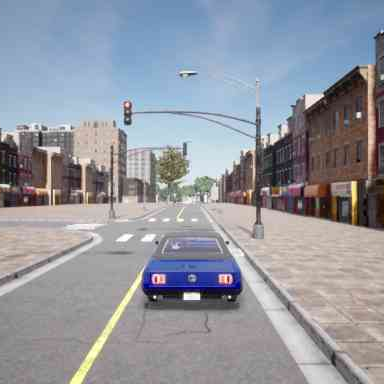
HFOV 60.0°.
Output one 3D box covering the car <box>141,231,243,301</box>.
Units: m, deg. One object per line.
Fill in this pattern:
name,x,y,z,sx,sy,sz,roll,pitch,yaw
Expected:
car,0.009,1.612,8.267,1.895,1.301,4.718,0,0,0
